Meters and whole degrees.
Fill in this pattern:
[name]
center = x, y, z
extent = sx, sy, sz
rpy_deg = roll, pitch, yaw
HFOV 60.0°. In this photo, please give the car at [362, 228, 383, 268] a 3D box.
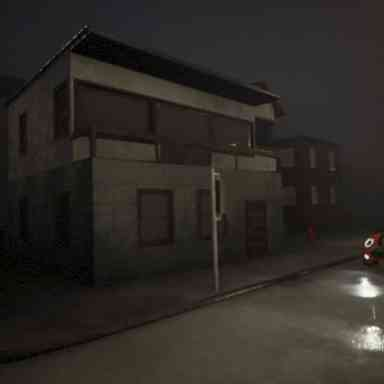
[car]
center = 7.854, 1.672, 11.819
extent = 4.553, 1.767, 2.097
rpy_deg = 1, -3, -42
